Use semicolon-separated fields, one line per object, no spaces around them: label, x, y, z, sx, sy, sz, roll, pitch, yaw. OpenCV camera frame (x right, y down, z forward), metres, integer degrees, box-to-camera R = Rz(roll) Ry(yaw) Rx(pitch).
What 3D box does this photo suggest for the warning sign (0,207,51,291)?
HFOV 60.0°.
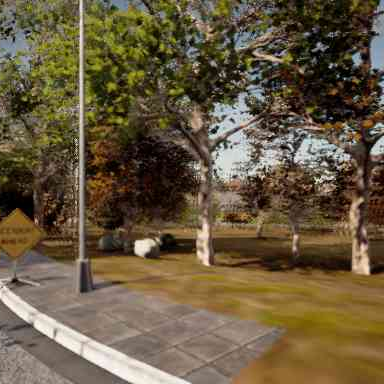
warning sign;-4.318;1.324;8.167;1.300;1.860;1.060;2;-2;-38
